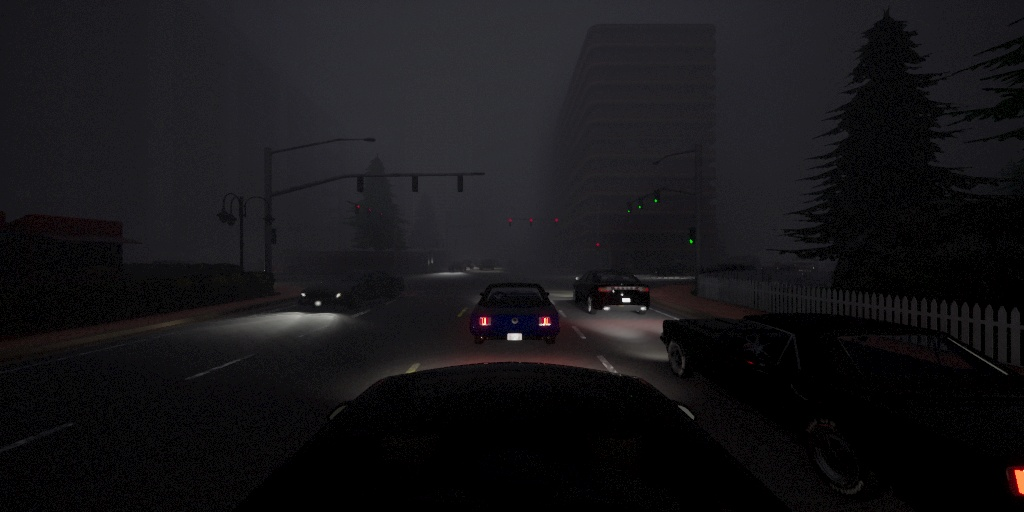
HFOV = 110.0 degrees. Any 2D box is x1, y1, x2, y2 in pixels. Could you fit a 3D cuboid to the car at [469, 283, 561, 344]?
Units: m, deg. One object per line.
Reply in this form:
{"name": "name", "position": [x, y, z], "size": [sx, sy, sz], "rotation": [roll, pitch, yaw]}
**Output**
{"name": "car", "position": [0.070, 1.351, 9.494], "size": [1.895, 1.301, 4.718], "rotation": [0, 0, 0]}

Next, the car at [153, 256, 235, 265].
{"name": "car", "position": [-22.064, 1.046, 24.293], "size": [4.553, 1.767, 2.097], "rotation": [0, 0, 0]}

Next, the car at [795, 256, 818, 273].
{"name": "car", "position": [35.546, 0.916, 43.446], "size": [2.150, 2.045, 5.566], "rotation": [0, 0, 44]}

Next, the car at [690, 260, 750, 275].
{"name": "car", "position": [19.554, 1.295, 33.638], "size": [4.718, 1.301, 1.895], "rotation": [0, 0, -18]}

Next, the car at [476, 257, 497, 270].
{"name": "car", "position": [-3.622, 1.228, 51.963], "size": [1.882, 1.535, 5.008], "rotation": [0, 0, 0]}

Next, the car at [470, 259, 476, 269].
{"name": "car", "position": [-7.120, 1.297, 56.717], "size": [2.033, 1.411, 5.357], "rotation": [0, 0, 0]}

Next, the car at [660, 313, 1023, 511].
{"name": "car", "position": [3.599, 1.351, 4.381], "size": [1.895, 1.301, 4.718], "rotation": [0, 0, 0]}

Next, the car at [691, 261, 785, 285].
{"name": "car", "position": [15.925, 1.242, 25.378], "size": [5.357, 1.411, 2.033], "rotation": [0, 0, -10]}

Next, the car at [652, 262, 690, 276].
{"name": "car", "position": [16.571, 1.295, 36.487], "size": [4.718, 1.301, 1.895], "rotation": [0, 0, -14]}

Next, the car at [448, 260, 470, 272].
{"name": "car", "position": [-7.123, 1.351, 47.066], "size": [1.895, 1.301, 4.718], "rotation": [0, 0, 0]}

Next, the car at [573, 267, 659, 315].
{"name": "car", "position": [3.581, 1.228, 13.702], "size": [1.882, 1.535, 5.008], "rotation": [0, 0, 0]}

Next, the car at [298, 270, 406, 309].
{"name": "car", "position": [-6.437, 1.298, 15.330], "size": [2.033, 1.411, 5.357], "rotation": [0, 0, 9]}

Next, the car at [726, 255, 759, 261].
{"name": "car", "position": [25.629, 0.916, 40.092], "size": [5.566, 2.045, 2.150], "rotation": [0, 0, -31]}

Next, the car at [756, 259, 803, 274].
{"name": "car", "position": [27.901, 1.295, 37.404], "size": [4.718, 1.301, 1.895], "rotation": [0, 0, -31]}

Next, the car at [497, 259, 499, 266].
{"name": "car", "position": [-3.605, 1.255, 62.062], "size": [1.837, 1.490, 4.892], "rotation": [0, 0, 0]}

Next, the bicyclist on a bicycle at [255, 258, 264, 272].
{"name": "bicyclist on a bicycle", "position": [-27.907, 0.996, 39.730], "size": [0.582, 1.620, 1.656], "rotation": [0, 0, 0]}
